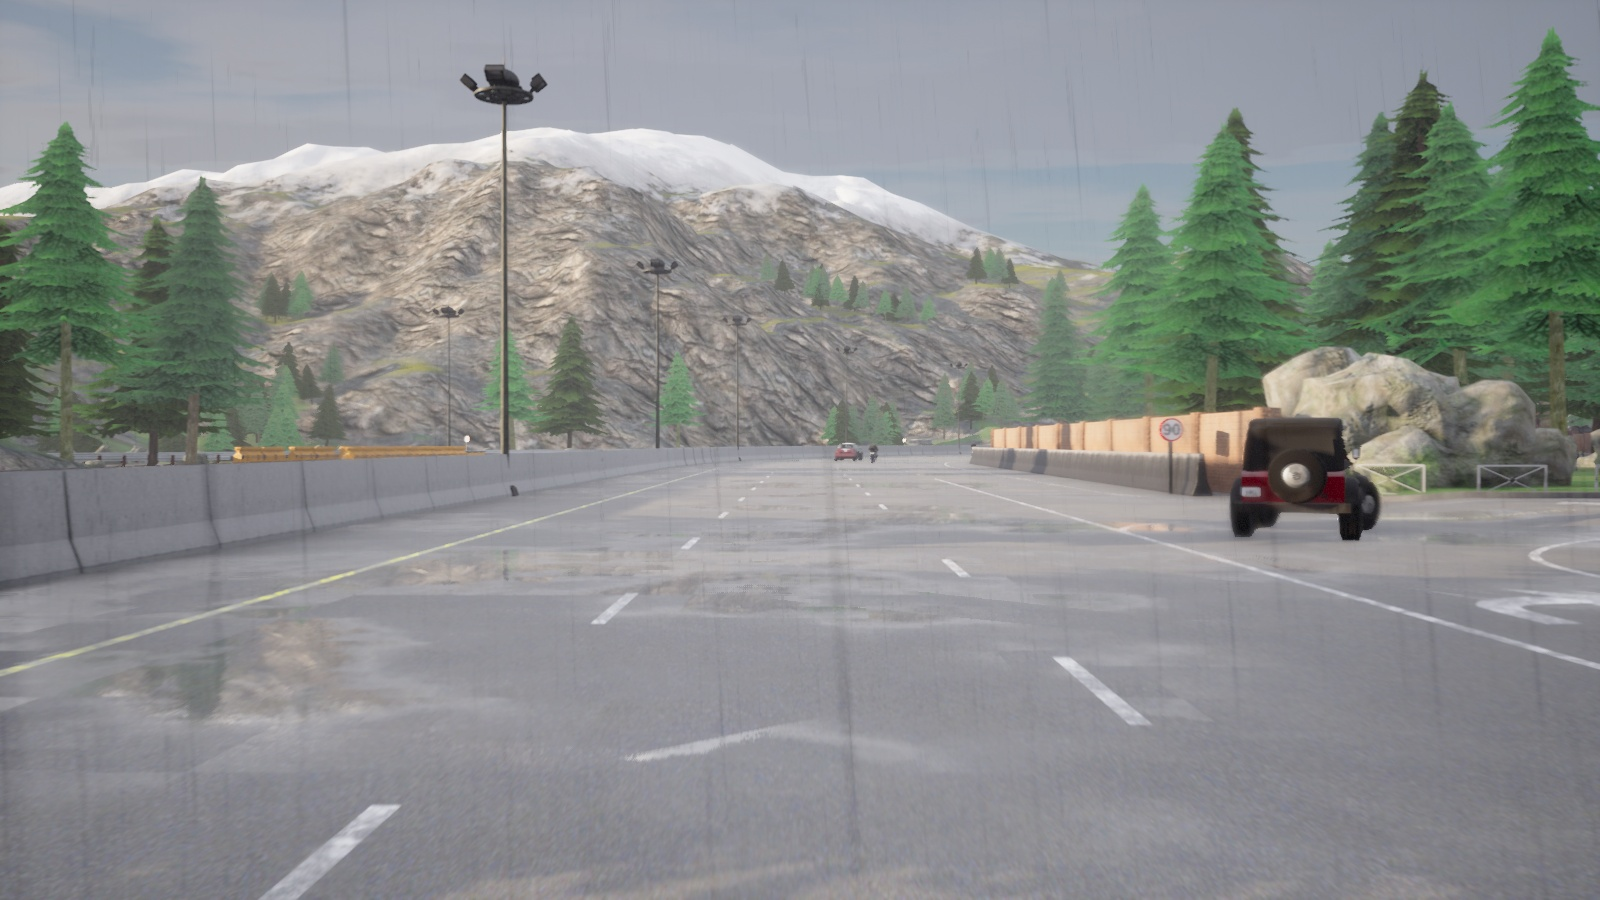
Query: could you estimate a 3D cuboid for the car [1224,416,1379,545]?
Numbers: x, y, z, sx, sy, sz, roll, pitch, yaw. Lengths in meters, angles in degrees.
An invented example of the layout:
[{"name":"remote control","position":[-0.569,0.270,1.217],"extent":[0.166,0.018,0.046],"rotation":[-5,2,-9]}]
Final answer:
[{"name":"car","position":[8.244,0.434,20.432],"extent":[1.905,1.878,3.866],"rotation":[0,0,28]}]
